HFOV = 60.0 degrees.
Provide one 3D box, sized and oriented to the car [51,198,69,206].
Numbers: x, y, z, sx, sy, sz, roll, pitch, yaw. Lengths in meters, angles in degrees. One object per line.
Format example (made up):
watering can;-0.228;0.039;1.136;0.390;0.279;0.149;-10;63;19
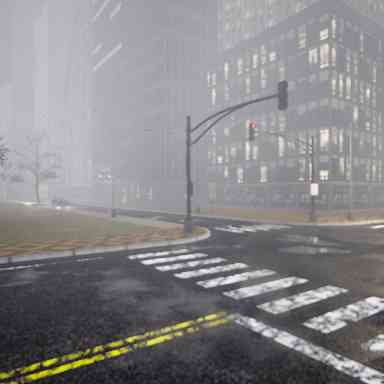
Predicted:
car;-21.589;1.608;54.323;1.895;1.301;4.718;0;0;-35
